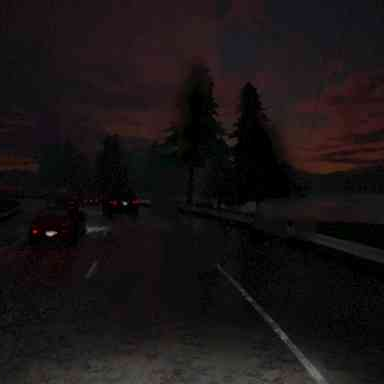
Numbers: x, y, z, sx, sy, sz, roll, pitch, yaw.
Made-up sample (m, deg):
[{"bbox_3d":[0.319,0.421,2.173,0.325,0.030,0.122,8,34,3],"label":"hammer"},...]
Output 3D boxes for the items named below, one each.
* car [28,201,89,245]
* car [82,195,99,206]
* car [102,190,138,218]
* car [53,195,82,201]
[{"bbox_3d":[-5.752,1.337,14.521,1.812,1.442,4.674,0,1,-13],"label":"car"},{"bbox_3d":[-12.929,1.024,40.518,2.033,1.411,5.357,0,1,-32],"label":"car"},{"bbox_3d":[-5.760,0.883,26.289,2.150,2.045,5.566,0,1,-21],"label":"car"},{"bbox_3d":[-11.917,1.098,31.470,1.837,1.490,4.892,0,1,-26],"label":"car"}]
